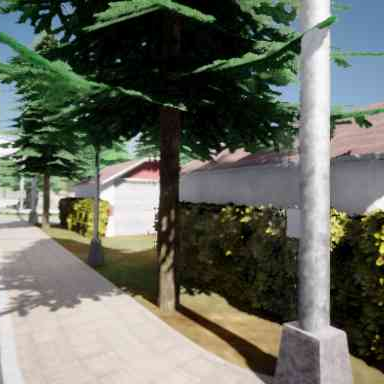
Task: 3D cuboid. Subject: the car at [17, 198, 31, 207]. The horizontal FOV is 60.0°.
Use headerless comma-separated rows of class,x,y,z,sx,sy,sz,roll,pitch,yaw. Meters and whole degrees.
car,-28.116,1.863,58.418,4.553,1.767,2.097,1,-1,-30
